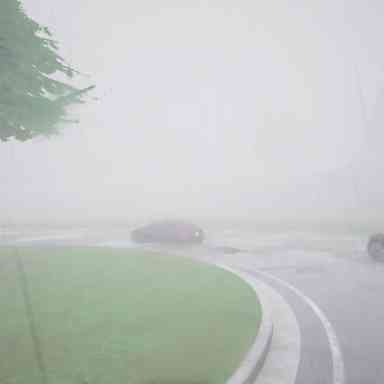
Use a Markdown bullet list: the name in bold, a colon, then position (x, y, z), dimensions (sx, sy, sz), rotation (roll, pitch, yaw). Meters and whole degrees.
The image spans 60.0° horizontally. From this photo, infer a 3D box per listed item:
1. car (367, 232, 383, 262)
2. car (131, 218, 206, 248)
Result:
- **car**: position (7.584, 1.647, 10.352), dimensions (2.128, 1.511, 4.902), rotation (-1, -2, -8)
- **car**: position (-1.339, 2.113, 17.791), dimensions (4.181, 1.385, 1.994), rotation (-2, -2, 38)
